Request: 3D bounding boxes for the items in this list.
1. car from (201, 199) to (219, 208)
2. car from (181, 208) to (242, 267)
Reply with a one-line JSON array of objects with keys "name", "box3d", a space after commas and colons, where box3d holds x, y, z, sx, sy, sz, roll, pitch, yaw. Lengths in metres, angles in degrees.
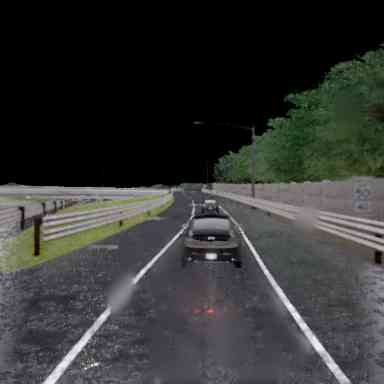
[{"name": "car", "box3d": [1.964, 1.453, 36.591, 1.812, 1.442, 4.674, 0, 1, 2]}, {"name": "car", "box3d": [0.679, 1.539, 11.637, 1.837, 1.490, 4.892, 0, 0, 3]}]
